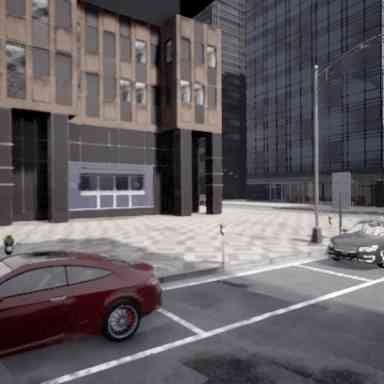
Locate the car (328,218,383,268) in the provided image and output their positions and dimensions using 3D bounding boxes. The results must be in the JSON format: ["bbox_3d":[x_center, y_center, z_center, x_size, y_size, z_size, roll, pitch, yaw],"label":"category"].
[{"bbox_3d":[6.325,1.576,11.168,4.403,1.369,2.008,0,-1,-35],"label":"car"}]

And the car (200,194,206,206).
[{"bbox_3d":[1.795,1.097,46.649,2.097,1.767,4.553,-1,1,-35],"label":"car"}]

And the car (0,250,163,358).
[{"bbox_3d":[-2.433,1.584,4.924,4.206,1.307,1.802,0,-1,-35],"label":"car"}]
